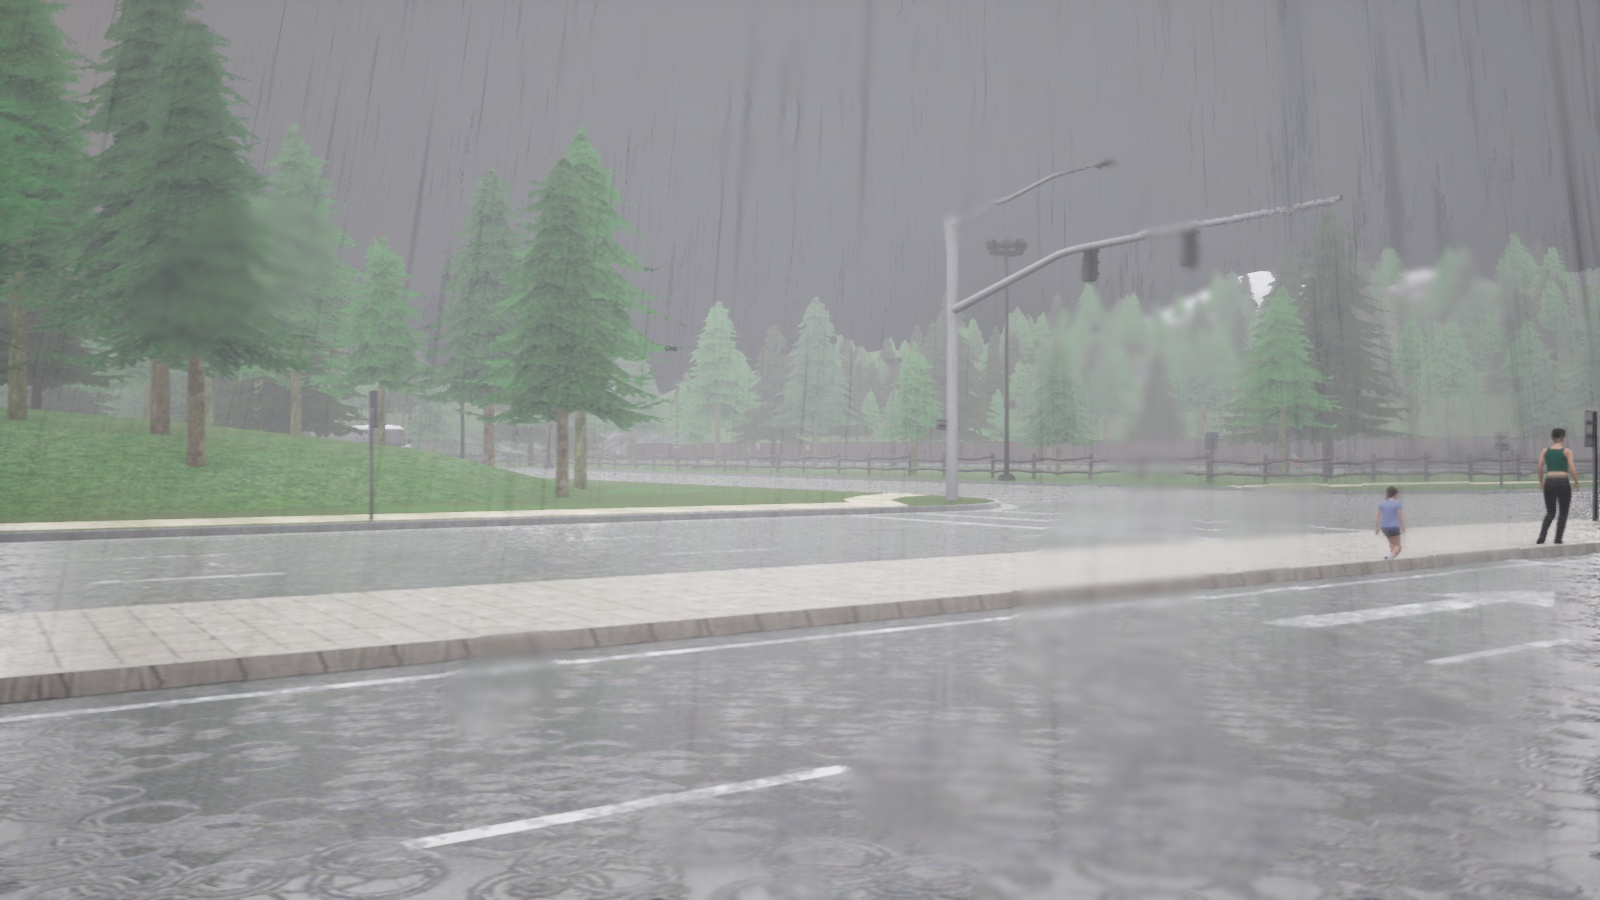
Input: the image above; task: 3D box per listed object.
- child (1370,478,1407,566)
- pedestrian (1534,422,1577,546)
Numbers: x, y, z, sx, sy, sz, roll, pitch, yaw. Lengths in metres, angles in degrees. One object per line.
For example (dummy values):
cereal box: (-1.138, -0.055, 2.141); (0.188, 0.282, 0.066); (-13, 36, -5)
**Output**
child: (7.537, 0.914, 16.091); (0.394, 1.110, 0.255); (0, 0, -32)
pedestrian: (11.378, 0.497, 18.901); (0.594, 1.836, 0.345); (0, 0, -36)
